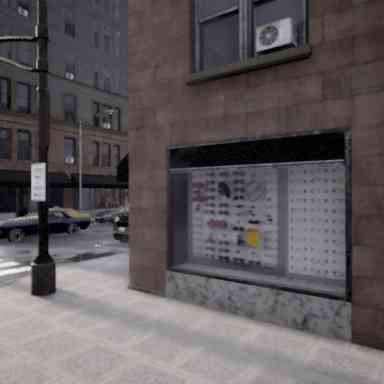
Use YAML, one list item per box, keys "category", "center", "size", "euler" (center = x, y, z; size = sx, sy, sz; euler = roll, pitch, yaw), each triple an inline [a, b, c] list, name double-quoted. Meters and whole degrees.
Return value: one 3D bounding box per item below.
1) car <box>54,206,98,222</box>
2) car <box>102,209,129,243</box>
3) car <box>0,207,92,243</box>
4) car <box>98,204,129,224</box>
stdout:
- category: "car"
  center: [-8.261, 1.543, 19.713]
  size: [1.752, 1.417, 4.829]
  euler: [0, 0, 35]
- category: "car"
  center: [-1.633, 1.554, 15.187]
  size: [1.947, 1.339, 4.313]
  euler: [0, 0, 35]
- category: "car"
  center: [-7.548, 1.607, 16.432]
  size: [1.895, 1.301, 4.718]
  euler: [0, 0, 36]
- category: "car"
  center: [-5.021, 1.573, 24.260]
  size: [2.008, 1.369, 4.403]
  euler: [0, 0, 35]
